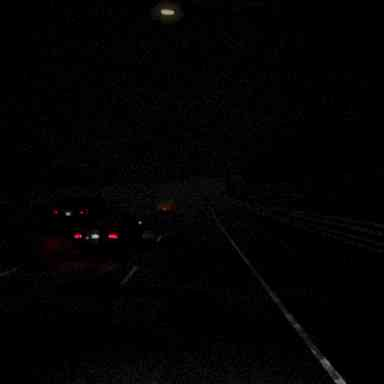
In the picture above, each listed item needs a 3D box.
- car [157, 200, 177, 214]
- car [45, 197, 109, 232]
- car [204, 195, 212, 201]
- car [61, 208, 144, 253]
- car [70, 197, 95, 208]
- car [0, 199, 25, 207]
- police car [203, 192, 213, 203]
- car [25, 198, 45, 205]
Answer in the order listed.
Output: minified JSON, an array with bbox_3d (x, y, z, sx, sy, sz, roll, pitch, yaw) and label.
[{"bbox_3d":[-2.775,1.612,37.133,1.882,1.535,5.008,0,0,2],"label":"car"},{"bbox_3d":[-6.694,1.300,20.772,2.150,2.045,5.566,0,0,1],"label":"car"},{"bbox_3d":[4.031,1.437,82.722,1.812,1.442,4.674,0,1,4],"label":"car"},{"bbox_3d":[-3.302,1.594,13.968,2.033,1.411,5.357,0,0,1],"label":"car"},{"bbox_3d":[-16.458,1.573,50.331,1.882,1.535,5.008,0,0,3],"label":"car"},{"bbox_3d":[-23.693,1.644,45.114,2.033,1.411,5.357,0,0,2],"label":"car"},{"bbox_3d":[3.375,1.431,72.968,1.930,1.638,5.238,0,0,4],"label":"police car"},{"bbox_3d":[-20.179,1.580,45.258,1.882,1.535,5.008,0,0,2],"label":"car"}]
